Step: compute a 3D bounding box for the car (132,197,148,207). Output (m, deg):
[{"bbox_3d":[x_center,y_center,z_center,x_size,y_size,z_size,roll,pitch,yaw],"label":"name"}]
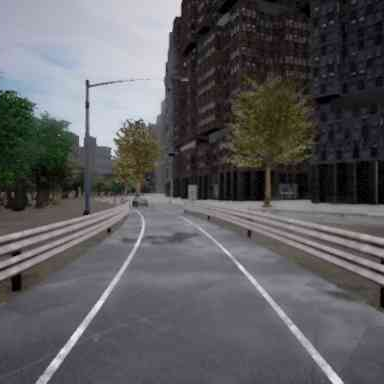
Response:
[{"bbox_3d":[-8.013,1.555,51.347,2.128,1.511,4.902,0,0,-19],"label":"car"}]
